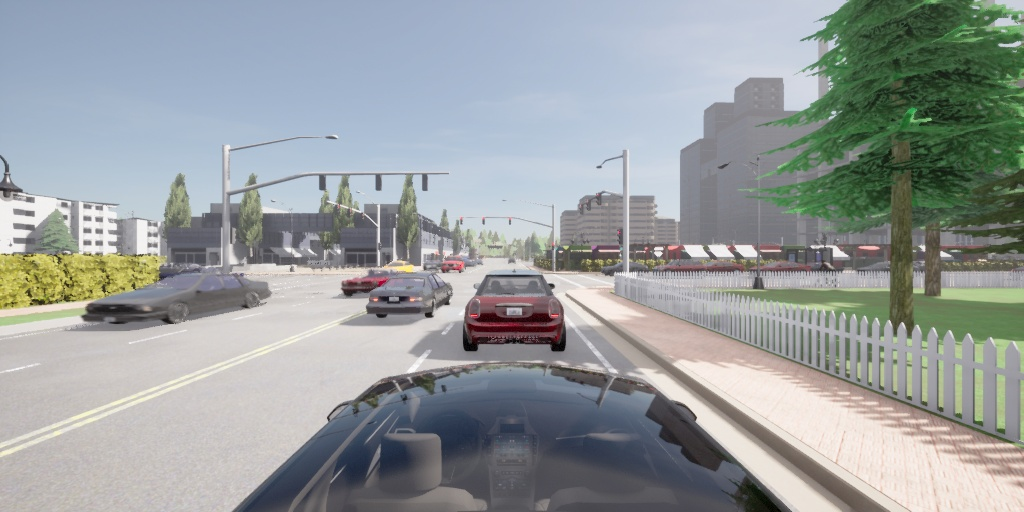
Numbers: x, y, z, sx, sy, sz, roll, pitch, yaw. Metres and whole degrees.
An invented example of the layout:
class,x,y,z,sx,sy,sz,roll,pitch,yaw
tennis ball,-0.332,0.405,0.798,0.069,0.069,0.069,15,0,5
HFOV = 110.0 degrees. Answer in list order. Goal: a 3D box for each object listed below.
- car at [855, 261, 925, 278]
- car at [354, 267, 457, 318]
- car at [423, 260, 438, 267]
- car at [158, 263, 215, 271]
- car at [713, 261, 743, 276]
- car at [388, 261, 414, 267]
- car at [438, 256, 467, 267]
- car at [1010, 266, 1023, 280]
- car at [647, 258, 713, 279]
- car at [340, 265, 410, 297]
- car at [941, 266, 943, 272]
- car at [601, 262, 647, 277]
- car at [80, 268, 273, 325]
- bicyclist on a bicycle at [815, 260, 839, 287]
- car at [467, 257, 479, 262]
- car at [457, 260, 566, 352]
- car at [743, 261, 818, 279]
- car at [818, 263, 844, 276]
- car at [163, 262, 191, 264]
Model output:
class,x,y,z,sx,sy,sz,roll,pitch,yaw
car,34.347,1.255,32.842,4.892,1.490,1.837,0,0,-1
car,-3.421,1.297,12.947,2.033,1.411,5.357,0,0,0
car,-10.612,1.242,48.092,2.128,1.511,4.902,0,0,0
car,-20.886,1.351,24.358,4.718,1.301,1.895,0,0,-1
car,20.548,1.228,36.006,5.008,1.535,1.882,0,0,-1
car,-10.610,1.228,33.552,1.882,1.535,5.008,0,0,0
car,-6.873,0.971,42.071,2.150,2.045,5.566,0,0,-3
car,43.873,1.314,29.428,4.181,1.385,1.994,0,0,-3
car,15.072,1.102,32.364,4.553,1.767,2.097,0,0,-1
car,-7.105,1.351,18.867,1.895,1.301,4.718,0,0,0
car,40.671,1.242,36.480,4.902,1.511,2.128,0,0,-1
car,11.223,1.276,35.750,4.674,1.442,1.812,0,0,-1
car,-10.604,1.297,12.109,2.033,1.411,5.357,0,0,0
bicyclist on a bicycle,18.787,1.052,21.472,0.582,1.620,1.656,0,0,-1
car,-7.101,1.314,59.272,1.994,1.385,4.181,0,0,0
car,0.062,1.102,9.112,2.097,1.767,4.553,0,0,0
car,24.285,1.228,32.596,5.008,1.535,1.882,0,0,-1
car,30.446,1.351,36.253,4.718,1.301,1.895,0,0,-1
car,-25.396,1.242,27.753,4.902,1.511,2.128,0,0,-2
